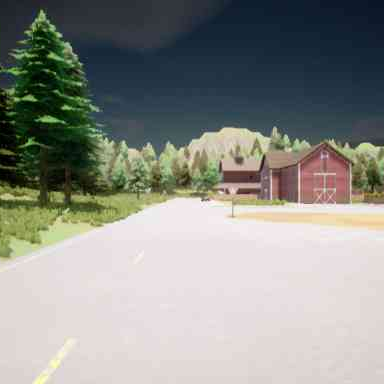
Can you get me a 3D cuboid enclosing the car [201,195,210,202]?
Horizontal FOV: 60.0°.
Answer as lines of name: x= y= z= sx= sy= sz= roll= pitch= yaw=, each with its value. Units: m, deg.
car: x=2.972 y=1.413 z=73.498 sx=1.816 sy=1.474 sz=4.193 roll=-6 pitch=0 yaw=-2
